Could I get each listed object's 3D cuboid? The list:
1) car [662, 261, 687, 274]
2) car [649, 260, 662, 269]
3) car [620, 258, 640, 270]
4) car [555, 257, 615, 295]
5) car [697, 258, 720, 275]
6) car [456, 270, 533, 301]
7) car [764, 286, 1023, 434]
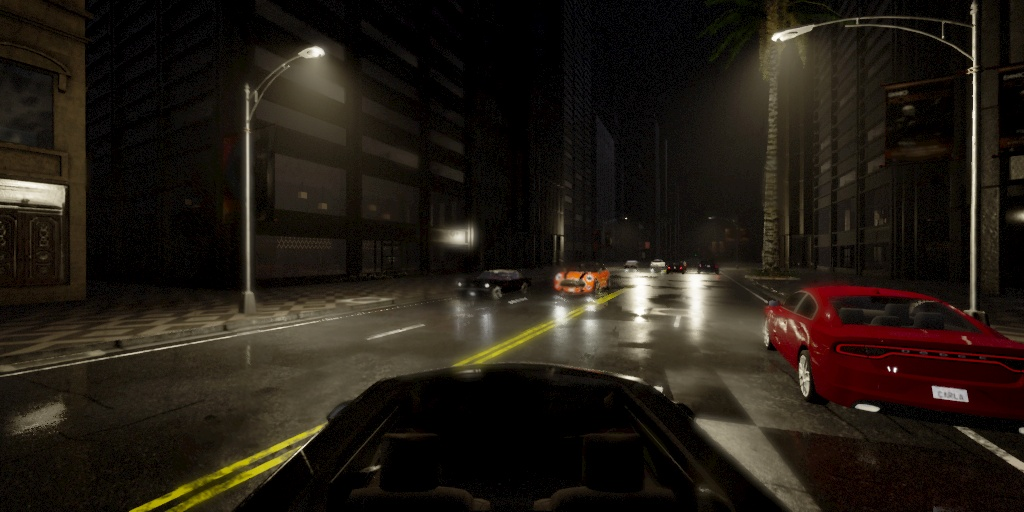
[{"bbox_3d":[18.597,1.317,40.701,2.033,1.411,5.357,0,0,27],"label":"car"},{"bbox_3d":[23.405,1.314,57.569,1.812,1.442,4.674,0,0,28],"label":"car"},{"bbox_3d":[18.620,1.331,55.397,2.033,1.411,5.357,0,0,27],"label":"car"},{"bbox_3d":[3.994,1.105,19.789,2.097,1.767,4.553,0,0,27],"label":"car"},{"bbox_3d":[22.014,1.123,40.257,2.097,1.767,4.553,0,0,27],"label":"car"},{"bbox_3d":[-0.732,1.353,17.695,1.895,1.301,4.718,0,0,27],"label":"car"},{"bbox_3d":[5.507,1.228,5.786,1.882,1.535,5.008,0,0,27],"label":"car"}]
